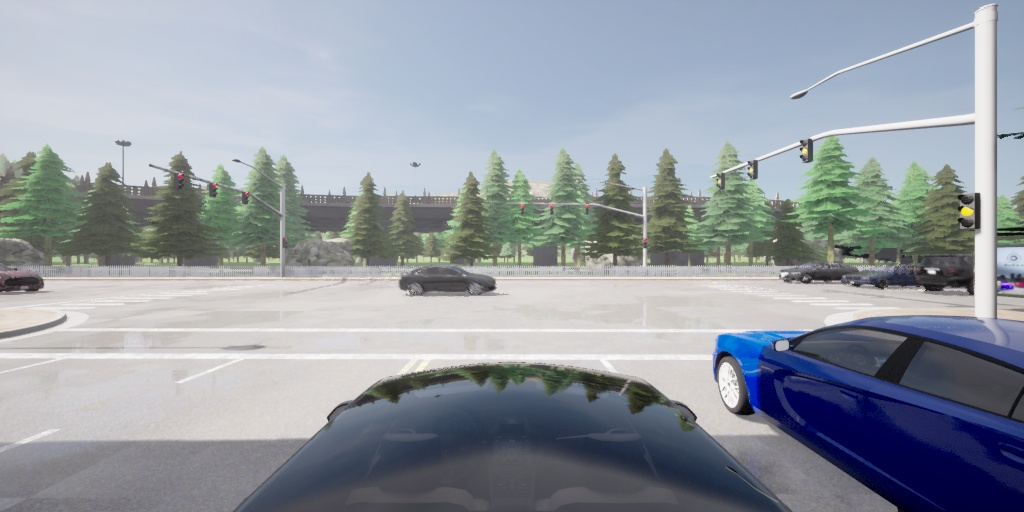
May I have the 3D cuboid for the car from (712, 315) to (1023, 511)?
[{"bbox_3d":[3.641,1.228,2.940,1.882,1.535,5.008,0,0,2],"label":"car"}]

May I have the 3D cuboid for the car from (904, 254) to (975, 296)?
[{"bbox_3d":[24.152,0.916,18.320,5.566,2.045,2.150,0,0,0],"label":"car"}]

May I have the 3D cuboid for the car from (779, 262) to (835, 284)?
[{"bbox_3d":[21.751,1.186,25.510,4.902,1.511,2.128,0,0,0],"label":"car"}]

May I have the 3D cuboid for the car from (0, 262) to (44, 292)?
[{"bbox_3d":[-27.166,1.049,18.308,4.553,1.767,2.097,0,0,-1],"label":"car"}]

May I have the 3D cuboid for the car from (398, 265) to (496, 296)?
[{"bbox_3d":[-3.278,1.225,18.352,4.892,1.490,1.837,0,0,0],"label":"car"}]

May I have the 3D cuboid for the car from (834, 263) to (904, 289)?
[{"bbox_3d":[23.559,1.242,22.025,5.357,1.411,2.033,0,0,0],"label":"car"}]
